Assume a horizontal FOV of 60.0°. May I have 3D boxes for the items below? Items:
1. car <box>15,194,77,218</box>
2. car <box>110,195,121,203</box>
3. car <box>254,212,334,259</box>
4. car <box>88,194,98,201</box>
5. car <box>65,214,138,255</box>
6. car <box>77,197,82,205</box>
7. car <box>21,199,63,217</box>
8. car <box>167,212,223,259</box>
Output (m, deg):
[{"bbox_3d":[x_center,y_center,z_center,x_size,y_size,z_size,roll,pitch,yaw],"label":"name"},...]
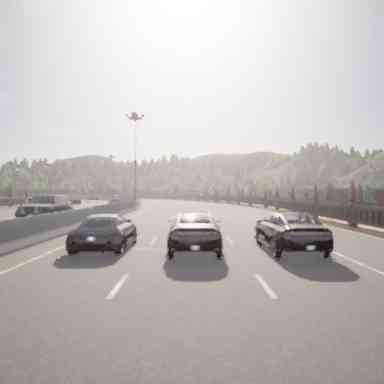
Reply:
[{"bbox_3d":[-10.609,1.195,24.313,2.150,2.045,5.566,0,0,0],"label":"car"},{"bbox_3d":[-14.956,1.410,64.606,1.837,1.490,4.892,0,0,-16],"label":"car"},{"bbox_3d":[3.597,1.477,12.488,2.128,1.511,4.902,0,0,0],"label":"car"},{"bbox_3d":[-21.614,1.171,72.497,1.882,1.535,5.008,0,0,-22],"label":"car"},{"bbox_3d":[-3.404,1.549,13.213,1.994,1.385,4.181,0,0,0],"label":"car"},{"bbox_3d":[-20.499,1.530,58.629,1.895,1.301,4.718,0,0,-14],"label":"car"},{"bbox_3d":[-14.143,1.467,31.795,1.837,1.490,4.892,0,0,0],"label":"car"},{"bbox_3d":[0.095,1.477,12.518,2.128,1.511,4.902,0,0,0],"label":"car"}]
